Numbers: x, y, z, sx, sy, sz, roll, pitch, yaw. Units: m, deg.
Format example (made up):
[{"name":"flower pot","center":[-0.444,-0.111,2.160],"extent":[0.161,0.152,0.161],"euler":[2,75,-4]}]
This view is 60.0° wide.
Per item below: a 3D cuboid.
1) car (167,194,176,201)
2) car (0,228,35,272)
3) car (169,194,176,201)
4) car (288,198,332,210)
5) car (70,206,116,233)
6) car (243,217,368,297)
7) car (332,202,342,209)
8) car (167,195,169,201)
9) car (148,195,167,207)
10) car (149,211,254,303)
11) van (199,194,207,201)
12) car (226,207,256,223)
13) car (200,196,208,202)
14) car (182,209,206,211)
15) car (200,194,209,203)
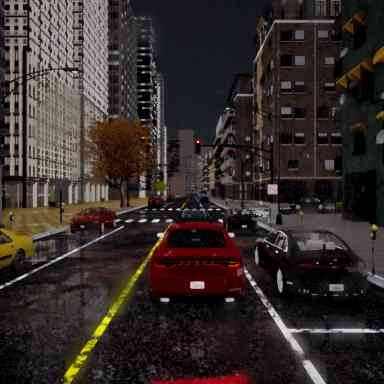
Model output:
[{"name":"car","center":[-5.578,1.409,90.514],"extent":[2.192,1.841,5.009],"euler":[0,0,0]},{"name":"car","center":[-5.681,1.526,8.230],"extent":[1.752,1.417,4.829],"euler":[0,0,0]},{"name":"car","center":[-5.585,1.649,84.992],"extent":[1.947,1.339,4.313],"euler":[0,0,0]},{"name":"car","center":[13.475,1.359,38.848],"extent":[4.403,1.369,2.008],"euler":[-1,1,0]},{"name":"car","center":[-5.667,1.549,19.466],"extent":[1.887,1.381,4.507],"euler":[0,0,0]},{"name":"car","center":[2.700,1.551,8.389],"extent":[2.008,1.369,4.403],"euler":[0,0,0]},{"name":"car","center":[18.871,1.259,38.895],"extent":[4.829,1.417,1.752],"euler":[-1,1,0]},{"name":"car","center":[-5.619,1.607,57.377],"extent":[1.947,1.339,4.313],"euler":[0,0,0]},{"name":"car","center":[-5.627,1.349,51.854],"extent":[2.192,1.841,5.009],"euler":[0,0,0]},{"name":"car","center":[0.102,1.478,8.294],"extent":[1.882,1.535,5.008],"euler":[0,0,0]},{"name":"van","center":[2.796,1.424,84.981],"extent":[1.690,1.788,3.998],"euler":[0,0,0]},{"name":"car","center":[2.713,1.555,19.455],"extent":[2.008,1.369,4.403],"euler":[0,0,0]},{"name":"car","center":[2.789,1.599,79.627],"extent":[1.752,1.417,4.829],"euler":[0,0,0]},{"name":"car","center":[0.110,1.605,18.385],"extent":[1.895,1.301,4.718],"euler":[0,0,0]},{"name":"car","center":[2.782,1.630,73.934],"extent":[1.947,1.339,4.313],"euler":[0,0,0]}]
